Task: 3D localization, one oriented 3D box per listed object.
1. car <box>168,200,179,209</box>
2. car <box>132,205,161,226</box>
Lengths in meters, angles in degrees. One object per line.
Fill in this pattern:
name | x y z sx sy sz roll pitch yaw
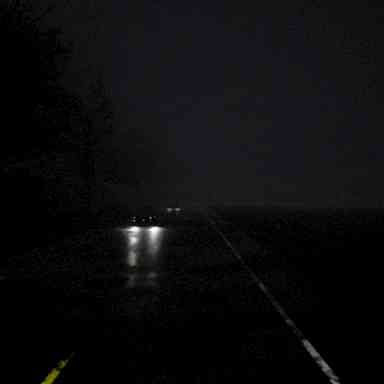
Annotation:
car | -3.506 2.341 63.329 1.837 1.490 4.892 0 1 0
car | -3.598 1.873 26.967 1.837 1.490 4.892 0 -1 0
